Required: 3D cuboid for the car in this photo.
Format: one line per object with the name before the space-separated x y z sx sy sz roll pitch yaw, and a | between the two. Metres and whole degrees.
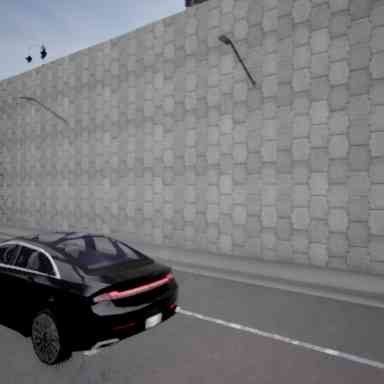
car | -2.470 1.449 5.754 4.902 1.511 2.128 1 0 36
